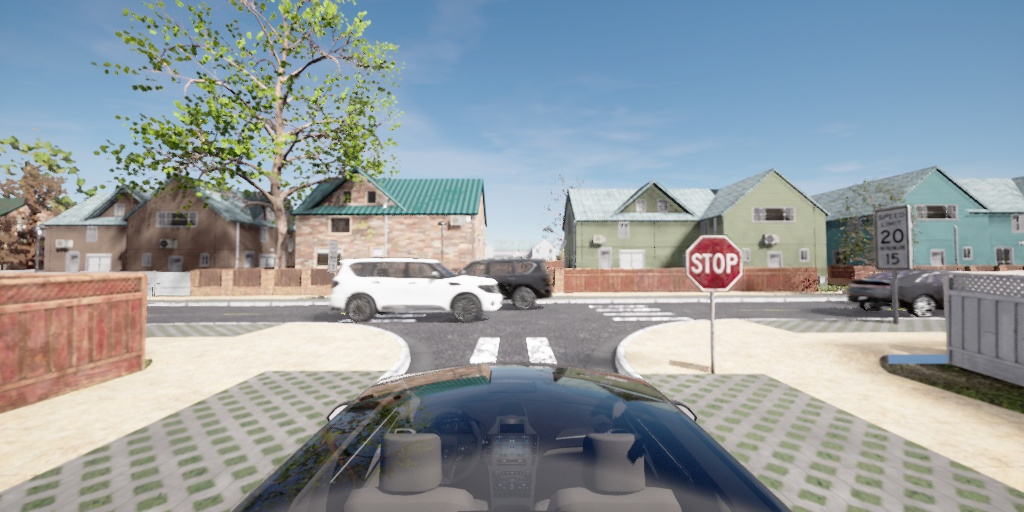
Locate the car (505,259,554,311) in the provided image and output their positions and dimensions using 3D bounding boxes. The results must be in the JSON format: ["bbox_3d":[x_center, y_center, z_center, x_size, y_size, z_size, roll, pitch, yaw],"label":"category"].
[{"bbox_3d":[-1.061,1.151,15.033,5.566,2.045,2.150,0,-2,0],"label":"car"}]

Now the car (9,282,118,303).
[{"bbox_3d":[-18.611,1.587,15.235,5.008,1.535,1.882,-1,-2,1],"label":"car"}]

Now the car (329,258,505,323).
[{"bbox_3d":[-3.155,1.081,12.114,5.566,2.045,2.150,0,-1,1],"label":"car"}]

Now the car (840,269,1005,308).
[{"bbox_3d":[16.770,1.296,14.835,4.674,1.442,1.812,-1,-2,1],"label":"car"}]

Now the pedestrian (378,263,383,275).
[{"bbox_3d":[-6.740,1.217,18.021,0.375,1.860,0.375,0,-1,1],"label":"pedestrian"}]

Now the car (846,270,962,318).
[{"bbox_3d":[14.086,1.191,11.918,4.902,1.511,2.128,0,-2,1],"label":"car"}]
